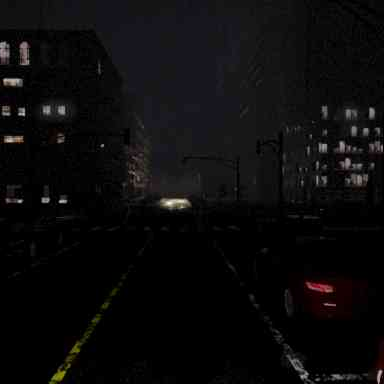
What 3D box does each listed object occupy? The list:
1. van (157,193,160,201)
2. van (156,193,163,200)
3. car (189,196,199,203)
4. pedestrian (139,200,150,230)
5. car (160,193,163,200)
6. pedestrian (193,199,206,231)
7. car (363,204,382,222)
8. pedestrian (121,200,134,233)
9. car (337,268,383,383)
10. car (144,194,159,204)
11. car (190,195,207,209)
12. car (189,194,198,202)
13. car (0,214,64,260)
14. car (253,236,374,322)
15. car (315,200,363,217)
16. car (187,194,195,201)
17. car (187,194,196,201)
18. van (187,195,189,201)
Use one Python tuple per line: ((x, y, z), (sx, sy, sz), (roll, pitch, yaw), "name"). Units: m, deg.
((-8.013, 1.276, 67.285), (1.690, 1.788, 3.998), (-1, 0, -2), "van")
((-8.791, 1.229, 89.857), (1.690, 1.788, 3.998), (-1, 0, -2), "van")
((0.331, 1.479, 67.606), (1.887, 1.381, 4.507), (-1, 0, -2), "car")
((-2.803, 1.286, 19.231), (0.375, 1.860, 0.375), (-1, 1, -2), "pedestrian")
((-8.399, 1.458, 78.570), (1.887, 1.381, 4.507), (-1, 0, -2), "car")
((0.427, 1.287, 18.744), (0.375, 1.860, 0.375), (-1, 1, -2), "pedestrian")
((15.873, 1.690, 25.220), (4.403, 1.369, 2.008), (0, 1, -1), "car")
((-3.494, 1.287, 18.006), (0.375, 1.860, 0.375), (-1, 1, -2), "pedestrian")
((2.648, 1.544, 1.418), (1.887, 1.381, 4.507), (-1, 0, -2), "car")
((-7.815, 1.510, 61.643), (1.947, 1.339, 4.313), (-1, 0, -2), "car")
((1.110, 1.513, 45.036), (1.887, 1.381, 4.507), (-1, 0, -2), "car")
((0.914, 1.401, 50.678), (1.967, 1.590, 4.097), (-1, 0, -2), "car")
((-6.111, 1.546, 12.248), (2.008, 1.369, 4.403), (-1, 0, -2), "car")
((2.456, 1.579, 6.996), (1.802, 1.307, 4.206), (-1, 0, -2), "car")
((14.068, 1.543, 31.099), (4.892, 1.490, 1.837), (0, 1, -1), "car")
((-0.248, 1.341, 84.533), (1.967, 1.590, 4.097), (-1, 0, -2), "car")
((-0.059, 1.353, 78.890), (1.967, 1.590, 4.097), (-1, 0, -2), "car")
((0.524, 1.285, 61.963), (1.690, 1.788, 3.998), (-1, 0, -2), "van")
